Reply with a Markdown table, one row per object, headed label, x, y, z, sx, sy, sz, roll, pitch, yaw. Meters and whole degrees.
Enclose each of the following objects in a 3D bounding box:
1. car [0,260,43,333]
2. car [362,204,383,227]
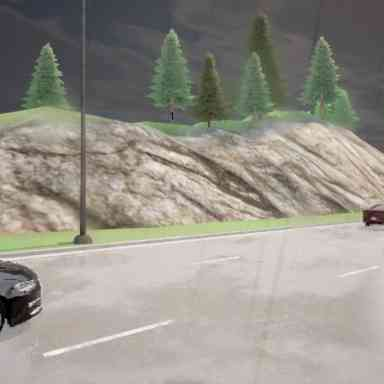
| label | x | y | z | sx | sy | sz | roll | pitch | yaw |
| --- | --- | --- | --- | --- | --- | --- | --- | --- | --- |
| car | -4.781 | 1.491 | 4.639 | 4.902 | 1.511 | 2.128 | 0 | 0 | -36 |
| car | 13.116 | 1.475 | 21.741 | 5.008 | 1.535 | 1.882 | 0 | 0 | -36 |
